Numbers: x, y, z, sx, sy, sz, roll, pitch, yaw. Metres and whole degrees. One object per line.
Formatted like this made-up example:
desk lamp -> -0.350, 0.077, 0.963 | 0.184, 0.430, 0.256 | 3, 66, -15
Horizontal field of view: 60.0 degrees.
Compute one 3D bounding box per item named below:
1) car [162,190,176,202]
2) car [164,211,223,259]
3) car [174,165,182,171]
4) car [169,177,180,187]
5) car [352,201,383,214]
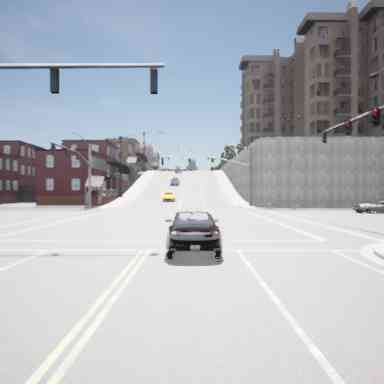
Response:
car -> -3.546, 0.596, 51.511 | 1.882, 1.535, 5.008 | 0, 6, 0
car -> 0.002, 1.460, 12.512 | 2.128, 1.511, 4.902 | 0, 0, -2
car -> -3.455, -5.962, 83.395 | 2.097, 1.767, 4.553 | 0, 9, 0
car -> -3.468, -2.133, 67.323 | 1.812, 1.442, 4.674 | 0, 12, 0
car -> 18.837, 1.518, 33.635 | 4.718, 1.301, 1.895 | 0, 0, 0
